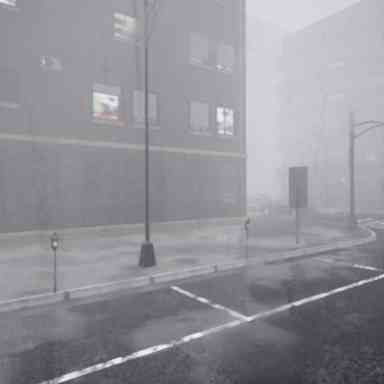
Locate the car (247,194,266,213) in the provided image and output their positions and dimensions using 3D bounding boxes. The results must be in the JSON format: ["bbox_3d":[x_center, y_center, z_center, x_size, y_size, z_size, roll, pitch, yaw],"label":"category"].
[{"bbox_3d":[3.919,1.087,29.173,1.752,1.417,4.829,1,0,-36],"label":"car"}]

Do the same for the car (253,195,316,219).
[{"bbox_3d":[7.098,1.187,24.811,2.008,1.369,4.403,1,0,-36],"label":"car"}]

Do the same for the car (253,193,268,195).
[{"bbox_3d":[7.332,0.867,38.718,1.967,1.590,4.097,0,1,-36],"label":"car"}]
